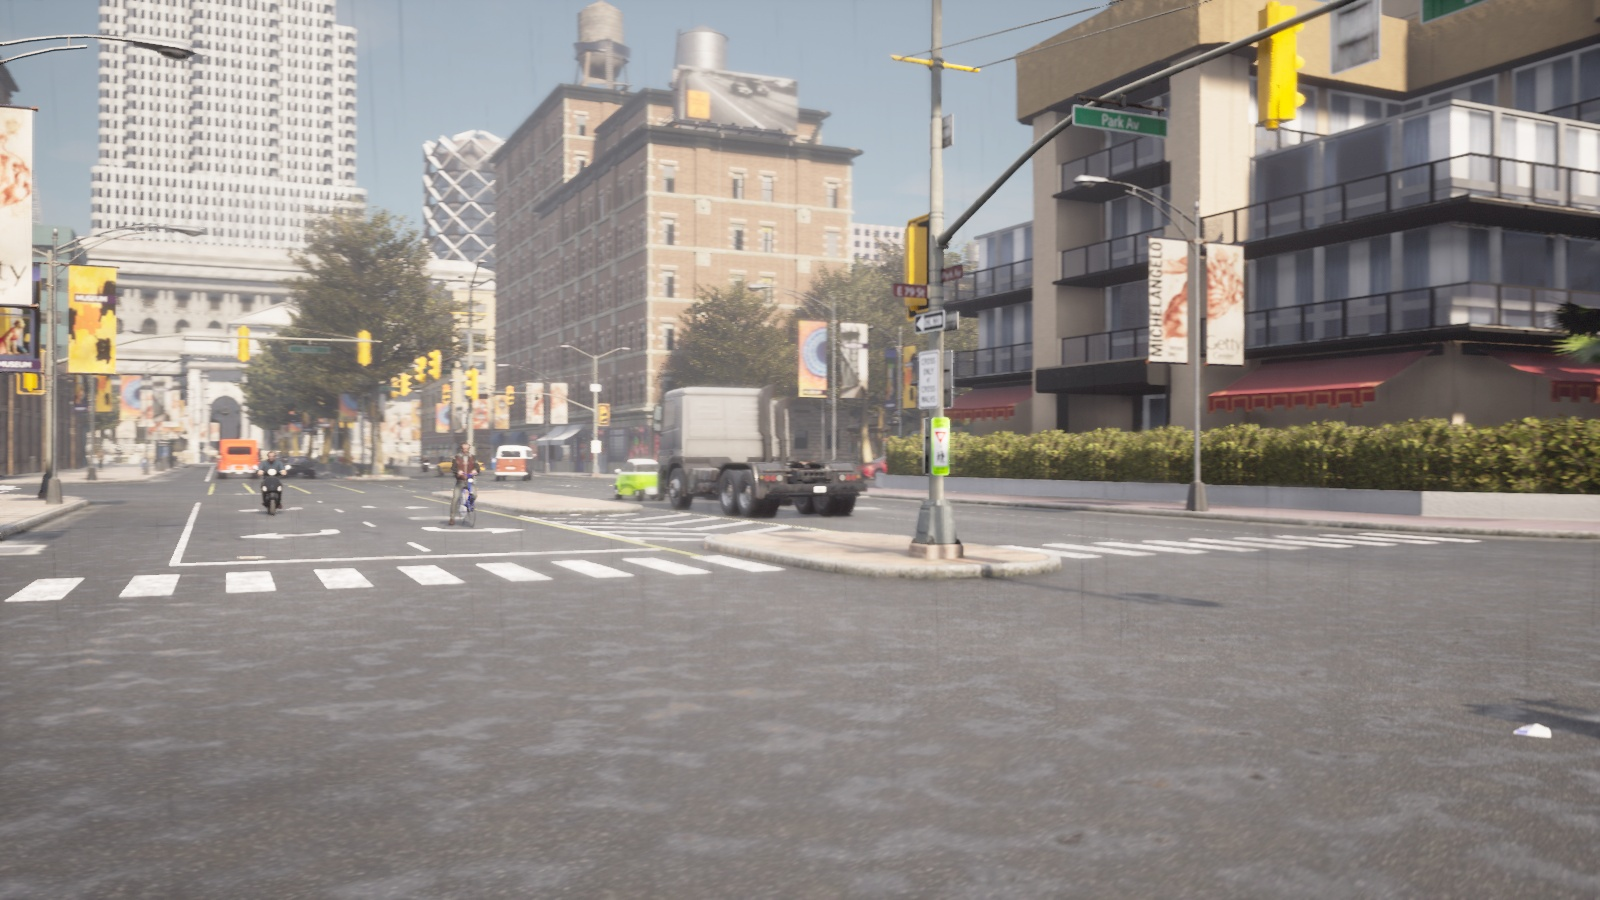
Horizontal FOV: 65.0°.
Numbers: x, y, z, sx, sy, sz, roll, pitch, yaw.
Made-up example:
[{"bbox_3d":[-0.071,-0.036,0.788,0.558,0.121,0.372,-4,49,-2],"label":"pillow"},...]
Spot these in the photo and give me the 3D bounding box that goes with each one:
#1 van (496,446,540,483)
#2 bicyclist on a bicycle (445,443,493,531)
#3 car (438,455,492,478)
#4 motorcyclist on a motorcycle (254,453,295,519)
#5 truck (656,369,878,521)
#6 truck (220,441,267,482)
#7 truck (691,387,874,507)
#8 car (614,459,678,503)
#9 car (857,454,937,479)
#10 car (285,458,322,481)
[{"bbox_3d":[-16.345,0.835,72.937,2.069,2.038,4.480,0,0,-7],"label":"van"},{"bbox_3d":[-6.909,0.751,26.190,0.659,1.776,1.843,0,0,-25],"label":"bicyclist on a bicycle"},{"bbox_3d":[-23.509,1.139,88.054,1.801,1.575,5.366,0,0,-37],"label":"car"},{"bbox_3d":[-13.083,0.877,31.244,0.866,1.590,1.817,0,0,-25],"label":"motorcyclist on a motorcycle"},{"bbox_3d":[-1.133,-0.093,32.779,2.891,3.462,7.936,0,0,-25],"label":"truck"},{"bbox_3d":[-35.303,0.719,79.721,2.627,2.467,5.204,0,0,-24],"label":"truck"},{"bbox_3d":[-0.782,-0.062,40.406,2.891,3.462,7.936,0,0,-25],"label":"truck"},{"bbox_3d":[-5.096,0.994,41.418,1.481,1.376,2.207,0,0,-25],"label":"car"},{"bbox_3d":[5.947,1.000,77.150,4.514,1.525,2.007,0,0,-26],"label":"car"},{"bbox_3d":[-32.451,1.253,82.067,2.033,1.411,5.357,0,0,-24],"label":"car"}]
